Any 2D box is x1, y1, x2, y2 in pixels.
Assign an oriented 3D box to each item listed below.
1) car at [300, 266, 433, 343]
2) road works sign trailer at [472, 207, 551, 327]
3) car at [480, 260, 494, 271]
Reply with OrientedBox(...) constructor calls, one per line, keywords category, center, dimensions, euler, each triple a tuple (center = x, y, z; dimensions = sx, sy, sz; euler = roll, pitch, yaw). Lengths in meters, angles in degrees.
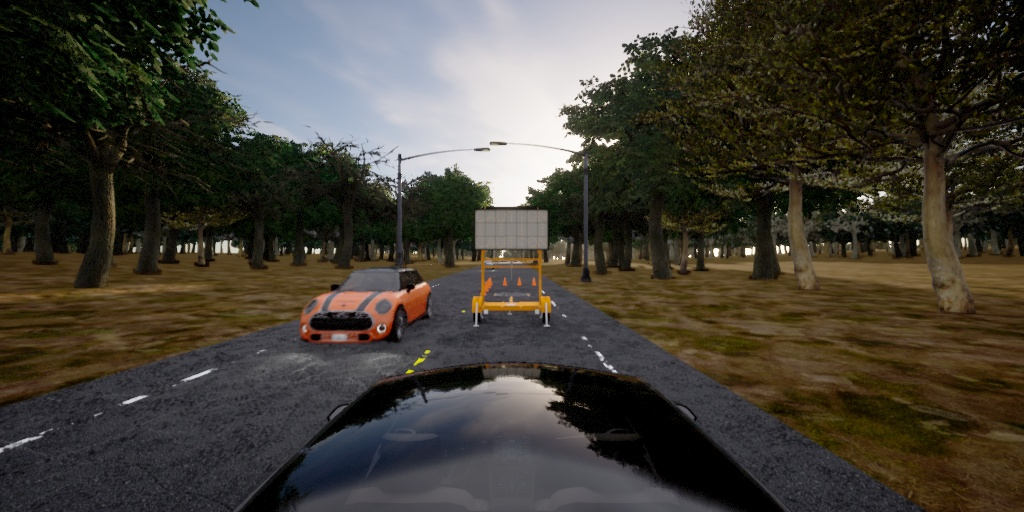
OrientedBox(category="car", center=(-3.600, 1.109, 9.719), dimensions=(2.097, 1.767, 4.553), euler=(0, 0, 0))
OrientedBox(category="road works sign trailer", center=(-0.015, 0.223, 11.564), dimensions=(2.380, 3.560, 2.880), euler=(0, 0, 0))
OrientedBox(category="car", center=(-3.583, 1.344, 52.523), dimensions=(1.812, 1.442, 4.674), euler=(0, 0, 0))
